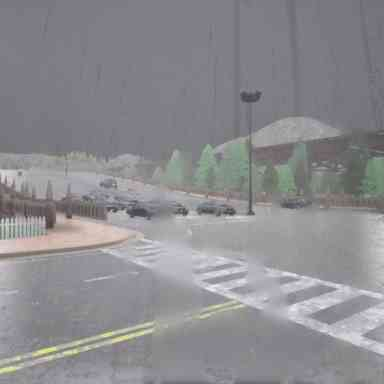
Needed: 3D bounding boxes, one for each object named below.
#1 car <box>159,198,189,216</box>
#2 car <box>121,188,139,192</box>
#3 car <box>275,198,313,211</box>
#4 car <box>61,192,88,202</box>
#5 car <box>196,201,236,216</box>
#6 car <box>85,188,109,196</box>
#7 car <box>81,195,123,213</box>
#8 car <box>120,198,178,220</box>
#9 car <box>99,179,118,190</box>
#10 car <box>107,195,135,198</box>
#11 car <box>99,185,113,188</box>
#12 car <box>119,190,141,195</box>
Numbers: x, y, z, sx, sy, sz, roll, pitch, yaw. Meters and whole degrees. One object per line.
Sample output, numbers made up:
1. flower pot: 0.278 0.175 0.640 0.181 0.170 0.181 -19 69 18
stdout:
1. car: -2.152 1.555 31.937 1.994 1.385 4.181 0 0 -37
2. car: -11.465 -0.063 62.020 1.895 1.301 4.718 0 7 -37
3. car: 12.695 1.499 41.653 1.837 1.490 4.892 0 0 -37
4. car: -16.050 0.904 44.505 1.837 1.490 4.892 0 4 -37
5. car: 2.266 1.558 31.909 1.994 1.385 4.181 0 0 -37
6. car: -14.190 0.635 47.859 2.097 1.767 4.553 0 4 -37
7. car: -9.858 1.451 36.298 2.033 1.411 5.357 0 2 -37
8. car: -3.781 1.543 28.292 2.033 1.411 5.357 0 0 -37
9. car: -17.587 -1.706 70.043 2.150 2.045 5.566 0 7 -37
10. car: -8.159 1.412 39.854 1.994 1.385 4.181 0 2 -37
11. car: -15.404 0.170 55.382 1.837 1.490 4.892 0 6 -37
12. car: -9.273 1.008 47.148 1.882 1.535 5.008 0 4 -37
